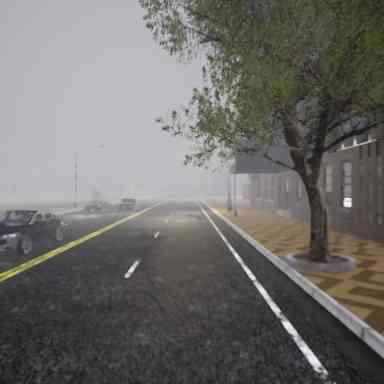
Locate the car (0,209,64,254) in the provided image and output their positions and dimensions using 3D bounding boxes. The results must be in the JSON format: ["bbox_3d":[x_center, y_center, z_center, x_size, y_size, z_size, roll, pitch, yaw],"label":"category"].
[{"bbox_3d":[-6.706,1.444,13.182,2.128,1.511,4.902,0,0,0],"label":"car"}]

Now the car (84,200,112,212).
[{"bbox_3d":[-10.105,1.496,35.808,1.895,1.301,4.718,0,0,-1],"label":"car"}]

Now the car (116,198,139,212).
[{"bbox_3d":[-6.855,1.391,35.871,1.837,1.490,4.892,0,0,-1],"label":"car"}]
